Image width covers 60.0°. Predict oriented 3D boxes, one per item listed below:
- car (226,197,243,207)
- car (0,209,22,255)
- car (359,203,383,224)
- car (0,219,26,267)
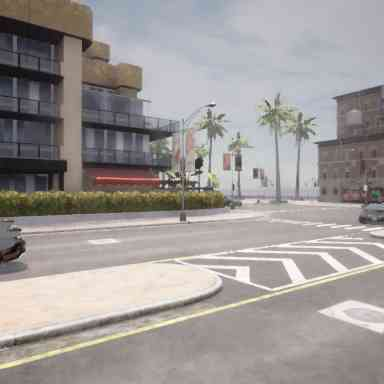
[{"bbox_3d":[5.755,1.505,51.583,1.837,1.490,4.892,0,0,-35],"label":"car"},{"bbox_3d":[-8.913,1.492,11.763,4.902,1.511,2.128,0,0,-35],"label":"car"},{"bbox_3d":[13.484,1.525,23.996,1.812,1.442,4.674,1,1,36],"label":"car"},{"bbox_3d":[-7.101,1.492,8.759,4.902,1.511,2.128,0,0,-36],"label":"car"}]
